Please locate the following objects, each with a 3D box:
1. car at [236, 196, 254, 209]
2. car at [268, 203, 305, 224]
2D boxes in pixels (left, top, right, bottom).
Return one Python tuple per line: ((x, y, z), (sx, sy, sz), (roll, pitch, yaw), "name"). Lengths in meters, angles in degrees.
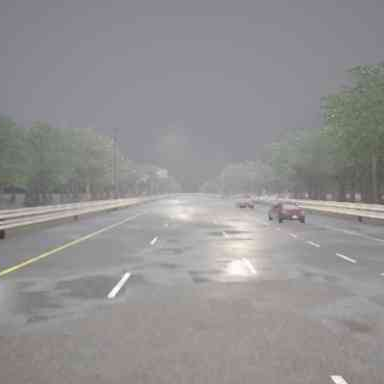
((7.009, 1.598, 44.680), (1.895, 1.301, 4.718), (0, 0, 0), "car")
((7.003, 1.533, 24.868), (1.812, 1.442, 4.674), (0, 0, 0), "car")
